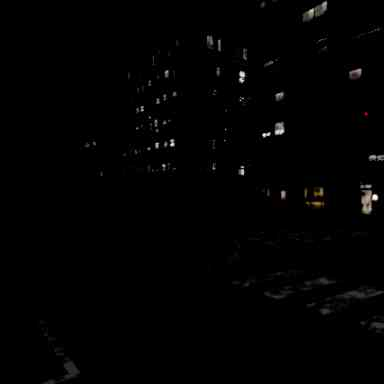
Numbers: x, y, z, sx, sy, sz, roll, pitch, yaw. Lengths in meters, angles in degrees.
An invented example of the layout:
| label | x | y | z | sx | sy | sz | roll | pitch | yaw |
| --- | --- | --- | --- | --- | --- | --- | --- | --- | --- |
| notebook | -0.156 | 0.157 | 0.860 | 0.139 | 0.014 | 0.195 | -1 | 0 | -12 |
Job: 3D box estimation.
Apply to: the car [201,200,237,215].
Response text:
| label | x | y | z | sx | sy | sz | roll | pitch | yaw |
| --- | --- | --- | --- | --- | --- | --- | --- | --- | --- |
| car | 2.160 | 1.394 | 31.179 | 1.752 | 1.417 | 4.829 | 1 | 0 | -35 |

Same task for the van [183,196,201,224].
| label | x | y | z | sx | sy | sz | roll | pitch | yaw |
| --- | --- | --- | --- | --- | --- | --- | --- | --- | --- |
| van | -1.456 | 1.127 | 21.708 | 1.690 | 1.788 | 3.998 | 1 | 0 | -35 |
